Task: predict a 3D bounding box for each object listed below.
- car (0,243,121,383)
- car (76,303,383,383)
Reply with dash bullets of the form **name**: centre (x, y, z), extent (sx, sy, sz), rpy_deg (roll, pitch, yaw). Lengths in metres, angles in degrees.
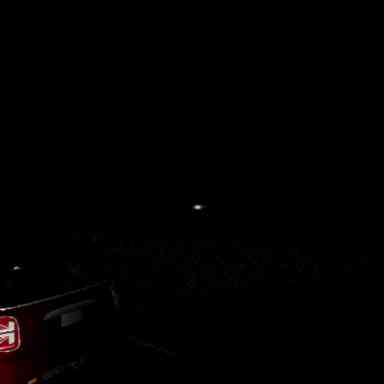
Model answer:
- **car**: centre (-2.957, 1.490, 4.960), extent (4.097, 1.590, 1.967), rpy_deg (-1, 0, 36)
- **car**: centre (1.631, 1.540, 1.680), extent (4.507, 1.381, 1.887), rpy_deg (-1, 0, 36)
